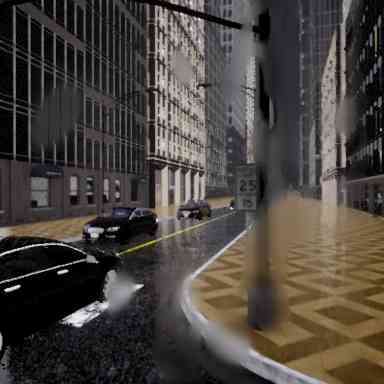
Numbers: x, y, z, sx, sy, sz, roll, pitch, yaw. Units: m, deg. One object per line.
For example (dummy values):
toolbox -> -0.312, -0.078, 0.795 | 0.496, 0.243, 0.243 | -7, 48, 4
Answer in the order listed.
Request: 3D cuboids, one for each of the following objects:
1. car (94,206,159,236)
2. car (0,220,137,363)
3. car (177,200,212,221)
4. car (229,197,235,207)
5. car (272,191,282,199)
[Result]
car -> -3.143, 1.449, 15.484 | 2.128, 1.511, 4.902 | 0, 0, 17
car -> -2.914, 1.494, 5.527 | 1.837, 1.490, 4.892 | 0, 0, 17
car -> 0.270, 1.417, 26.748 | 2.128, 1.511, 4.902 | 0, 1, 17
car -> 6.723, 1.423, 47.726 | 2.033, 1.411, 5.357 | 0, 0, 17
car -> 22.970, 1.273, 90.999 | 2.128, 1.511, 4.902 | 0, 0, 17
